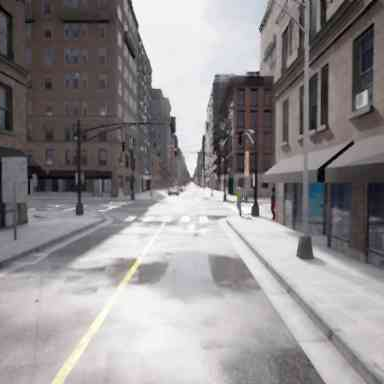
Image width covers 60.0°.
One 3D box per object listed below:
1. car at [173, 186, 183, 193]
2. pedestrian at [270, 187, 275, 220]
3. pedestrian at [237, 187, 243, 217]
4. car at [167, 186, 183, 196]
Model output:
[{"bbox_3d":[-3.081,-0.551,72.846,1.994,1.385,4.181,0,2,0],"label":"car"},{"bbox_3d":[4.599,0.650,18.864,0.375,1.860,0.375,0,2,0],"label":"pedestrian"},{"bbox_3d":[2.868,0.566,20.059,0.375,1.860,0.375,0,2,0],"label":"pedestrian"},{"bbox_3d":[-3.137,-0.095,56.945,2.033,1.411,5.357,0,2,1],"label":"car"}]
